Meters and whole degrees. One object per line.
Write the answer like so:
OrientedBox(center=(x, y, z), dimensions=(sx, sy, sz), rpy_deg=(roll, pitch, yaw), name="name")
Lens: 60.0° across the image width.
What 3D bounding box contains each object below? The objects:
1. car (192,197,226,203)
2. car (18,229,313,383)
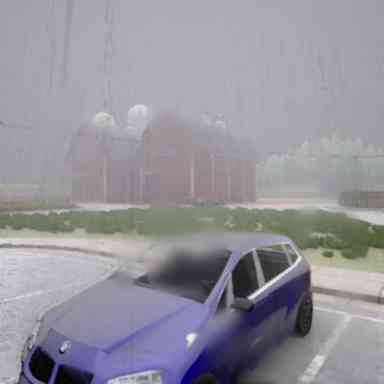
OrientedBox(center=(2.295, 1.382, 45.058), dimensions=(4.902, 1.511, 2.128), rpy_deg=(0, 0, -18), name="car")
OrientedBox(center=(0.102, 1.475, 4.678), dimensions=(2.242, 1.667, 4.611), rpy_deg=(0, 0, 36), name="car")
